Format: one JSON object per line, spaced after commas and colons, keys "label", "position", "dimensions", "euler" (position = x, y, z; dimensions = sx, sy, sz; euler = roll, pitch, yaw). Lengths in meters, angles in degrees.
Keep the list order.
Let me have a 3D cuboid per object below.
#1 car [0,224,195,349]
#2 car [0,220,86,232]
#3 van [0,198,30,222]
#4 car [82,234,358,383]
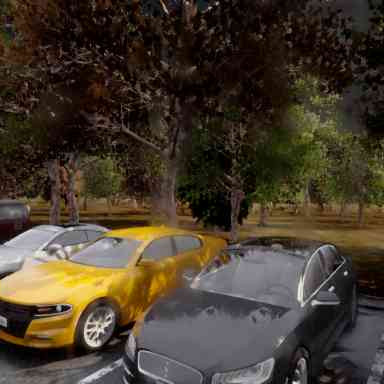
{"label": "car", "position": [-1.108, 1.481, 6.551], "dimensions": [2.097, 1.535, 5.008], "euler": [0, 0, 35]}
{"label": "car", "position": [-3.380, 1.522, 8.164], "dimensions": [2.002, 1.452, 4.674], "euler": [0, 0, 35]}
{"label": "van", "position": [-7.987, 1.256, 11.295], "dimensions": [1.878, 1.987, 4.442], "euler": [0, 0, 35]}
{"label": "car", "position": [1.162, 1.482, 4.938], "dimensions": [2.231, 1.521, 4.892], "euler": [0, 0, 35]}
